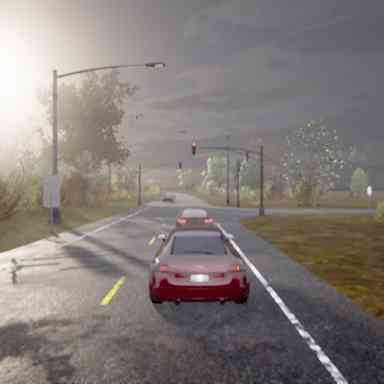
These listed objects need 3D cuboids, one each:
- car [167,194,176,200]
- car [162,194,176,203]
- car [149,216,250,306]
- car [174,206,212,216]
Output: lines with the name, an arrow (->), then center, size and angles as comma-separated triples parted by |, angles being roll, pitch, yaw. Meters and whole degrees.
car -> -4.576, 1.118, 74.209 | 1.994, 1.385, 4.181 | 0, 0, -2
car -> -4.207, 1.256, 58.733 | 1.895, 1.301, 4.718 | 0, 0, -1
car -> 0.107, 1.516, 8.022 | 1.994, 1.385, 4.181 | 0, 0, -1
car -> 0.078, 1.426, 16.812 | 1.812, 1.442, 4.674 | 0, 0, -2
